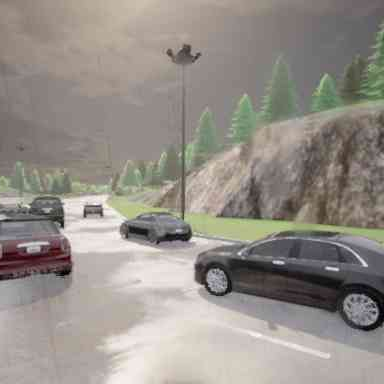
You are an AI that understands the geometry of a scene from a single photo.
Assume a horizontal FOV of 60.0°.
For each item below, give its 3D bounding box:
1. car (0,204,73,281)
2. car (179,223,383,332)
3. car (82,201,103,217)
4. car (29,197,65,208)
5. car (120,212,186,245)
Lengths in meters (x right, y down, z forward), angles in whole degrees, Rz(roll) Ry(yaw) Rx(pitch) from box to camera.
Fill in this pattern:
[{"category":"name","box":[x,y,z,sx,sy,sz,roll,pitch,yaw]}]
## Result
[{"category":"car","box":[-5.231,1.393,9.511,2.097,1.767,4.553,1,-1,-43]},{"category":"car","box":[2.247,1.565,7.043,4.892,1.490,1.837,0,0,38]},{"category":"car","box":[-10.058,1.670,33.702,2.128,1.511,4.902,0,0,-18]},{"category":"car","box":[-10.198,1.332,23.471,2.150,2.045,5.566,0,0,-23]},{"category":"car","box":[-1.842,1.666,16.251,1.994,1.385,4.181,1,0,-39]}]
